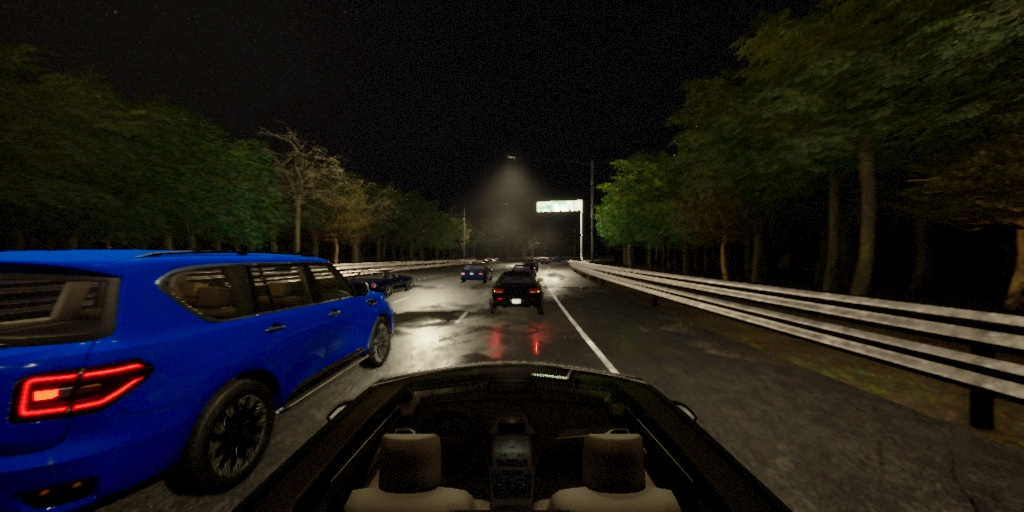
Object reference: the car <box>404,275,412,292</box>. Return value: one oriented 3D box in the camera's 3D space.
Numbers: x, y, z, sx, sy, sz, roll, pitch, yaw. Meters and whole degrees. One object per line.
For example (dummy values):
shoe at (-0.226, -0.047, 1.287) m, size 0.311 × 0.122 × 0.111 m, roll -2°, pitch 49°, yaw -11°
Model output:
car at (-6.567, 1.324, 18.002) m, size 1.895 × 1.301 × 4.718 m, roll 0°, pitch 0°, yaw 2°

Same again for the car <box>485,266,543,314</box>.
car at (0.208, 1.270, 13.725) m, size 1.812 × 1.442 × 4.674 m, roll 0°, pitch 0°, yaw 2°

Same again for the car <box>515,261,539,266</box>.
car at (0.799, 1.294, 26.334) m, size 1.994 × 1.385 × 4.181 m, roll 0°, pitch 0°, yaw 4°

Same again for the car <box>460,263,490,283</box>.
car at (-2.591, 1.269, 27.141) m, size 2.033 × 1.411 × 5.357 m, roll 0°, pitch 0°, yaw 4°

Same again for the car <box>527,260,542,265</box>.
car at (2.402, 1.233, 44.963) m, size 1.812 × 1.442 × 4.674 m, roll 0°, pitch 0°, yaw 6°

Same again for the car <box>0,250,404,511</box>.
car at (-3.388, 0.964, 4.641) m, size 2.150 × 2.045 × 5.566 m, roll 0°, pitch 0°, yaw 0°
